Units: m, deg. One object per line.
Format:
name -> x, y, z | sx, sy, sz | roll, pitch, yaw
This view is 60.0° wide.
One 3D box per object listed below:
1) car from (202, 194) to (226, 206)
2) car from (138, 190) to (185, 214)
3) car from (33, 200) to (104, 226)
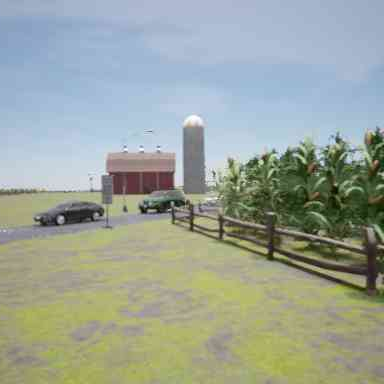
car -> 2.895, 0.987, 42.693 | 1.812, 1.442, 4.674 | -1, 1, 26
car -> -2.788, 0.889, 31.623 | 2.150, 2.045, 5.566 | -1, 1, 29
car -> -8.183, 1.351, 22.468 | 1.837, 1.490, 4.892 | -1, 0, 32
